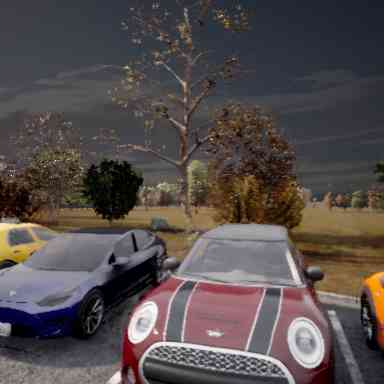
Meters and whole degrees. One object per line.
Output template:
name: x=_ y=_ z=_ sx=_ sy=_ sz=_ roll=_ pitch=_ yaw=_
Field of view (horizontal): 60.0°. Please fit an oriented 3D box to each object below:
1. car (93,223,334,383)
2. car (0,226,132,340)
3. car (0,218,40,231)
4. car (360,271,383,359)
car: x=0.760 y=1.363 z=5.001 sx=2.185 sy=1.767 sz=4.553 roll=0 pitch=-1 yaw=16
car: x=-2.014 y=1.522 z=6.913 sx=2.163 sy=1.488 sz=4.792 roll=1 pitch=-1 yaw=16
car: x=-4.728 y=1.496 z=9.094 sx=1.946 sy=1.575 sz=5.366 roll=0 pitch=-1 yaw=16
car: x=3.159 y=1.359 z=3.214 sx=2.185 sy=1.767 sz=4.553 roll=0 pitch=-1 yaw=16
